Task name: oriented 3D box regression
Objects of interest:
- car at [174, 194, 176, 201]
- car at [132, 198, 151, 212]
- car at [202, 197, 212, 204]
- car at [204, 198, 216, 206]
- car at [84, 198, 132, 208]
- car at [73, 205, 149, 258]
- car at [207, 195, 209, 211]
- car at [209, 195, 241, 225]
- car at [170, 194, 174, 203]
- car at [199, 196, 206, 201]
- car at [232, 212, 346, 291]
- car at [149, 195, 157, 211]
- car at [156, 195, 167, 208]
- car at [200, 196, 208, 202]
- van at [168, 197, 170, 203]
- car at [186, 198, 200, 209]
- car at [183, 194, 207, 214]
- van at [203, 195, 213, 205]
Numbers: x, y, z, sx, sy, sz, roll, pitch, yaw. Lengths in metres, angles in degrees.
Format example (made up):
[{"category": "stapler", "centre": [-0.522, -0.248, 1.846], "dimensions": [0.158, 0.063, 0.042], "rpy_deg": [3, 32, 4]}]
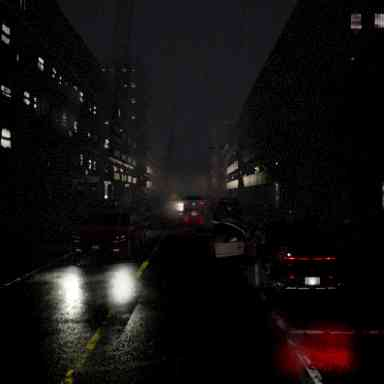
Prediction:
[{"category": "car", "centre": [-5.407, 1.724, 78.280], "dimensions": [1.802, 1.307, 4.206], "rpy_deg": [0, 0, 0]}, {"category": "car", "centre": [-5.569, 1.582, 32.760], "dimensions": [2.008, 1.369, 4.403], "rpy_deg": [0, 0, 0]}, {"category": "car", "centre": [2.932, 1.650, 66.867], "dimensions": [1.887, 1.381, 4.507], "rpy_deg": [0, 0, 0]}, {"category": "car", "centre": [2.892, 1.656, 55.488], "dimensions": [1.802, 1.307, 4.206], "rpy_deg": [0, 0, 0]}, {"category": "car", "centre": [-5.609, 1.330, 21.379], "dimensions": [2.192, 1.841, 5.009], "rpy_deg": [0, 0, 0]}, {"category": "car", "centre": [-3.056, 1.484, 13.058], "dimensions": [1.882, 1.535, 5.008], "rpy_deg": [0, 0, 0]}, {"category": "car", "centre": [2.832, 1.480, 38.418], "dimensions": [1.967, 1.590, 4.097], "rpy_deg": [0, 0, 0]}, {"category": "car", "centre": [2.792, 1.338, 27.038], "dimensions": [2.192, 1.841, 5.009], "rpy_deg": [0, 0, 0]}, {"category": "car", "centre": [-5.428, 1.648, 72.419], "dimensions": [1.752, 1.417, 4.829], "rpy_deg": [0, 0, 0]}, {"category": "car", "centre": [3.034, 1.786, 95.318], "dimensions": [1.802, 1.307, 4.206], "rpy_deg": [0, 0, 0]}, {"category": "car", "centre": [2.386, 1.508, 8.989], "dimensions": [1.837, 1.490, 4.892], "rpy_deg": [0, 0, 0]}, {"category": "car", "centre": [-5.548, 1.480, 38.451], "dimensions": [1.967, 1.590, 4.097], "rpy_deg": [0, 0, 0]}, {"category": "car", "centre": [-5.507, 1.376, 49.830], "dimensions": [2.192, 1.841, 5.009], "rpy_deg": [0, 0, 0]}, {"category": "car", "centre": [2.993, 1.745, 83.937], "dimensions": [1.802, 1.307, 4.206], "rpy_deg": [0, 0, 0]}, {"category": "van", "centre": [-5.466, 1.430, 61.209], "dimensions": [1.690, 1.788, 3.998], "rpy_deg": [0, 0, 0]}, {"category": "car", "centre": [0.202, 1.559, 46.238], "dimensions": [1.837, 1.490, 4.892], "rpy_deg": [0, 0, 1]}, {"category": "car", "centre": [0.197, 1.258, 35.980], "dimensions": [2.150, 2.045, 5.566], "rpy_deg": [0, 0, 1]}, {"category": "van", "centre": [2.914, 1.430, 61.177], "dimensions": [1.690, 1.788, 3.998], "rpy_deg": [0, 0, 0]}]
